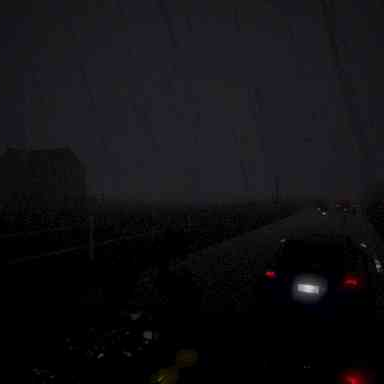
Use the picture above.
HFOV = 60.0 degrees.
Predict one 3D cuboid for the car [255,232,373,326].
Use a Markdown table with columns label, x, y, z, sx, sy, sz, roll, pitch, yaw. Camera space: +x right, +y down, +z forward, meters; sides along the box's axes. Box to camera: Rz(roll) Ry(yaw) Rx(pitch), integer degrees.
| label | x | y | z | sx | sy | sz | roll | pitch | yaw |
| --- | --- | --- | --- | --- | --- | --- | --- | --- | --- |
| car | 2.793 | 1.567 | 7.305 | 1.994 | 1.385 | 4.181 | 0 | 0 | 26 |

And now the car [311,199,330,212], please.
| label | x | y | z | sx | sy | sz | roll | pitch | yaw |
| --- | --- | --- | --- | --- | --- | --- | --- | --- | --- |
| car | 15.609 | 1.559 | 40.206 | 2.033 | 1.411 | 5.357 | 0 | 0 | 26 |

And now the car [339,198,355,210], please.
| label | x | y | z | sx | sy | sz | roll | pitch | yaw |
| --- | --- | --- | --- | --- | --- | --- | --- | --- | --- |
| car | 20.635 | 1.533 | 44.296 | 1.812 | 1.442 | 4.674 | 0 | 0 | 26 |

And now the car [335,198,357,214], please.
| label | x | y | z | sx | sy | sz | roll | pitch | yaw |
| --- | --- | --- | --- | --- | --- | --- | --- | --- | --- |
| car | 16.192 | 1.537 | 34.966 | 1.812 | 1.442 | 4.674 | 0 | 0 | 26 |
